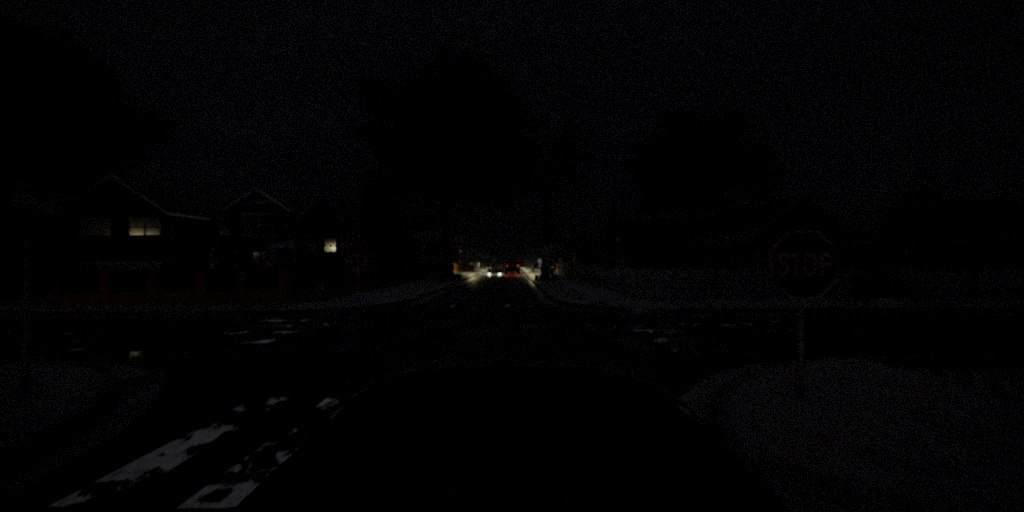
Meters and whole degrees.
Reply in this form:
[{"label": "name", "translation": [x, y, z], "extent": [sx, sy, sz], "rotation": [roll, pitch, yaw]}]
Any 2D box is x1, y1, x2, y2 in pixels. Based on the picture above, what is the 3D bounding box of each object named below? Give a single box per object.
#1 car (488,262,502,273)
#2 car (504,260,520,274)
[{"label": "car", "translation": [-2.706, 1.802, 57.942], "extent": [2.097, 1.767, 4.553], "rotation": [0, -1, 0]}, {"label": "car", "translation": [0.040, 1.619, 53.772], "extent": [2.150, 2.045, 5.566], "rotation": [0, -1, 0]}]
